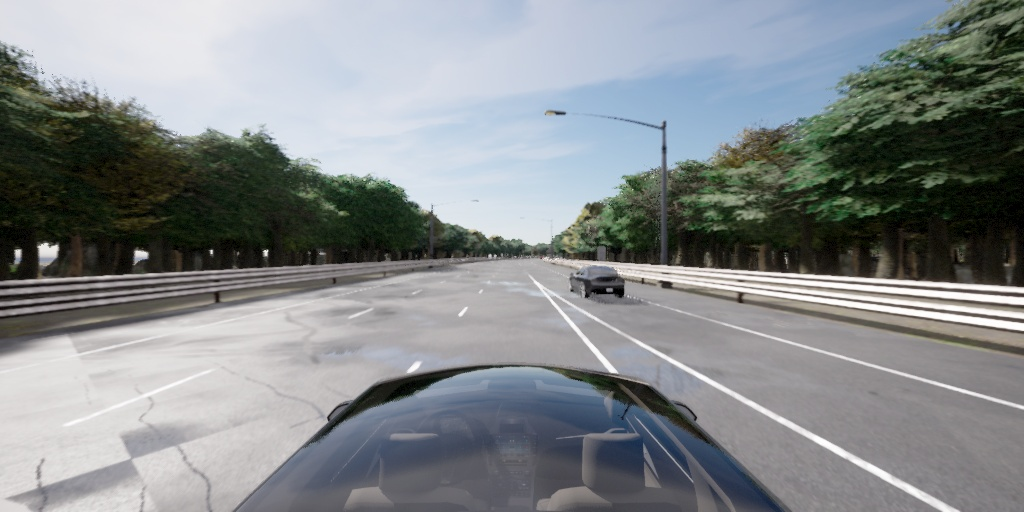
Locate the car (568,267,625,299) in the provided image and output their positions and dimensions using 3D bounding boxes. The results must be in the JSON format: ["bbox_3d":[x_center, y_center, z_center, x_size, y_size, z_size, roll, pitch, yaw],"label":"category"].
[{"bbox_3d":[4.114,1.257,18.033,1.837,1.490,4.892,0,0,-3],"label":"car"}]
